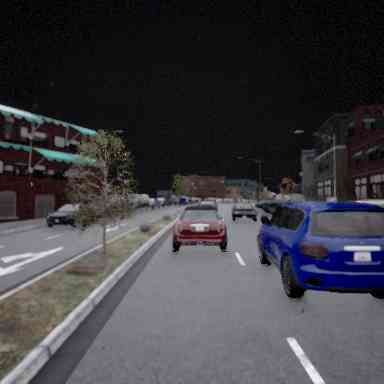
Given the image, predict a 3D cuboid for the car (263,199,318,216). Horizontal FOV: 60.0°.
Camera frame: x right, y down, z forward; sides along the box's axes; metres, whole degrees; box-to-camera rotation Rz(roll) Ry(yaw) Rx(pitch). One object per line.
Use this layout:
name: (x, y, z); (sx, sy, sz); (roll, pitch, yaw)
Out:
car: (9.285, 1.480, 31.699); (4.792, 1.488, 2.163); (0, 0, 7)

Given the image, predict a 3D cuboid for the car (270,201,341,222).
car: (8.772, 1.477, 26.134); (4.892, 1.521, 2.231); (0, 0, 5)

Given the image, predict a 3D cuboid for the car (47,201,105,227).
car: (-8.117, 1.505, 22.989); (2.097, 1.535, 5.008); (0, 0, 5)

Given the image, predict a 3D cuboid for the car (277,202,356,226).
car: (8.588, 1.515, 23.408); (4.792, 1.488, 2.163); (0, 0, 5)

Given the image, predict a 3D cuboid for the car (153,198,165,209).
car: (-5.569, 1.541, 44.998); (2.002, 1.452, 4.674); (0, 0, 9)

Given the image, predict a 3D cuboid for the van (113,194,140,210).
van: (-7.089, 1.253, 33.893); (1.878, 1.987, 4.442); (0, 0, 7)

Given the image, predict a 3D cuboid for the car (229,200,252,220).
car: (4.229, 1.597, 27.632); (1.895, 1.301, 4.718); (0, 0, 5)

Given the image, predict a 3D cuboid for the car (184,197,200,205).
car: (0.066, 1.944, 72.239); (2.231, 1.521, 4.892); (0, -2, 15)

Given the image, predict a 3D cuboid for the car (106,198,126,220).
car: (-7.662, 1.523, 28.463); (2.163, 1.488, 4.792); (0, 0, 6)

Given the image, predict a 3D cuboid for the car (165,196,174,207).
car: (-4.668, 1.585, 50.467); (2.002, 1.452, 4.674); (0, -1, 10)

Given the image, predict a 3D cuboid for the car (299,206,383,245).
car: (7.883, 1.501, 15.245); (5.366, 1.575, 1.946); (0, 0, 3)

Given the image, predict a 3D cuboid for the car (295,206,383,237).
car: (8.207, 1.540, 17.962); (4.674, 1.452, 2.002); (0, 0, 3)

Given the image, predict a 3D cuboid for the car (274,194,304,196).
car: (9.933, 1.190, 37.127); (5.566, 2.045, 2.435); (0, 0, 8)

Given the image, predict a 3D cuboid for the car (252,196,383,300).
car: (3.151, 1.247, 8.652); (2.150, 2.045, 5.566); (0, 0, 2)

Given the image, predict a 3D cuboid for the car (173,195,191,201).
car: (-2.561, 1.447, 61.313); (2.435, 2.045, 5.566); (0, -1, 13)

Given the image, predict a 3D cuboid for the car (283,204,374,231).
car: (8.339, 1.523, 20.690); (4.792, 1.488, 2.163); (0, 0, 4)

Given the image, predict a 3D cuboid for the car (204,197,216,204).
car: (4.807, 2.268, 88.215); (2.185, 1.767, 4.553); (0, -2, 19)

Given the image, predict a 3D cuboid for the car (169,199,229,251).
car: (0.374, 1.378, 14.436); (2.097, 1.767, 4.553); (0, 0, 2)

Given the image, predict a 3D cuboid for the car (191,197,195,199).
car: (-1.300, 1.684, 66.776); (2.185, 1.767, 4.553); (0, -1, 14)

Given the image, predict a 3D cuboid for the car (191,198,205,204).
car: (1.498, 2.129, 77.465); (2.002, 1.452, 4.674); (0, -2, 17)

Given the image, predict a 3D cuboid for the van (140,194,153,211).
van: (-6.409, 1.253, 39.390); (1.878, 1.987, 4.442); (0, 0, 8)

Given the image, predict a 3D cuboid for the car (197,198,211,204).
car: (3.070, 2.269, 82.754); (2.163, 1.488, 4.792); (0, -2, 18)
